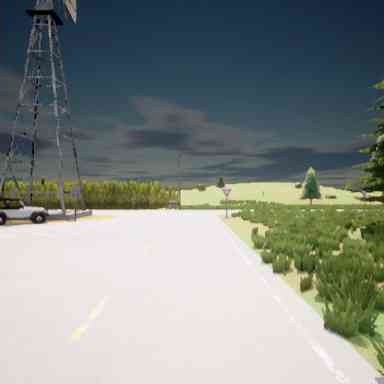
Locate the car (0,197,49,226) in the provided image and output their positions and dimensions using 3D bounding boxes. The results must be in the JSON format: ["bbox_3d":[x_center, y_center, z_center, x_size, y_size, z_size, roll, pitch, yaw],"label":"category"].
[{"bbox_3d":[-11.898,1.304,22.596,3.866,1.878,1.905,0,0,-31],"label":"car"}]
